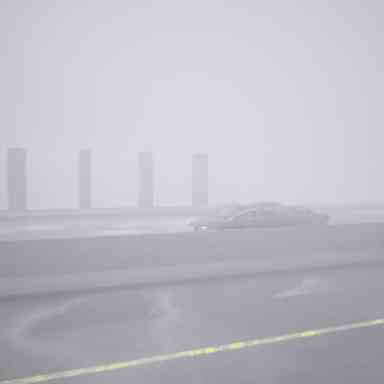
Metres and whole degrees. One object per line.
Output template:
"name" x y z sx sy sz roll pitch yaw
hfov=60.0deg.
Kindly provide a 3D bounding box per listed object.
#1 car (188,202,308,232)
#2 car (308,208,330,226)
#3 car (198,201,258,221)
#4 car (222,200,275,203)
"car" 2.230 1.408 14.647 4.902 1.511 2.128 0 0 -18
"car" 5.501 1.467 19.411 4.718 1.301 1.895 -1 0 -18
"car" 2.743 1.424 25.871 4.181 1.385 1.994 0 0 -18
"car" 4.616 1.364 22.805 4.892 1.490 1.837 0 0 -18
